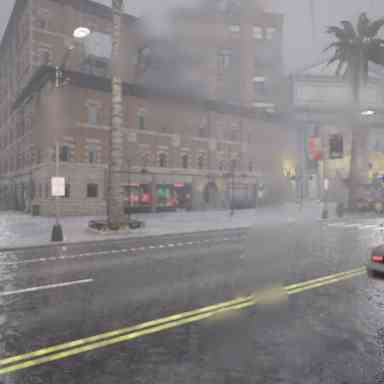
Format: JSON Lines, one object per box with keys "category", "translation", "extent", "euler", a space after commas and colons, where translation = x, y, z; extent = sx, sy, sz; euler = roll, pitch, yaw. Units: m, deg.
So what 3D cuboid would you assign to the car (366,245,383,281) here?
{"category": "car", "translation": [6.503, 1.536, 8.383], "extent": [5.357, 1.411, 2.033], "euler": [0, 0, -36]}
